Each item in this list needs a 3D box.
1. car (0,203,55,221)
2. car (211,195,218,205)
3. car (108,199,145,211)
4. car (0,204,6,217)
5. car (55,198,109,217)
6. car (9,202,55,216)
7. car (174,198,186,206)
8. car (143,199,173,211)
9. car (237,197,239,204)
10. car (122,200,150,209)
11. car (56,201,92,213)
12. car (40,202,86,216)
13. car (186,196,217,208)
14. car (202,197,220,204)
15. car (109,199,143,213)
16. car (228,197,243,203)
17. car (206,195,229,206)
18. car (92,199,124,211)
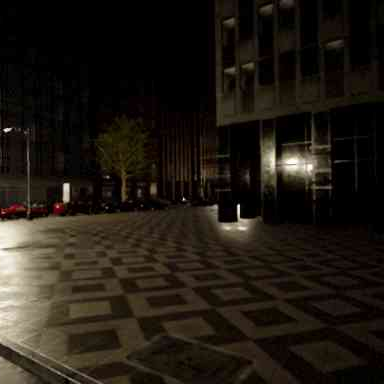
[{"bbox_3d":[-14.553,1.800,28.779,1.802,1.307,4.206,-1,0,35],"label":"car"},{"bbox_3d":[4.673,1.451,56.618,2.192,1.841,5.009,-1,-1,35],"label":"car"},{"bbox_3d":[-9.129,1.772,46.764,2.128,1.511,4.902,-1,-1,35],"label":"car"},{"bbox_3d":[-21.565,1.952,33.626,1.947,1.339,4.313,-1,0,35],"label":"car"},{"bbox_3d":[-11.352,1.515,33.422,2.192,1.841,5.009,-1,-1,35],"label":"car"},{"bbox_3d":[-18.359,1.934,38.267,1.947,1.339,4.313,-1,0,35],"label":"car"},{"bbox_3d":[-2.332,1.870,61.467,1.947,1.339,4.313,-1,-1,35],"label":"car"},{"bbox_3d":[-4.939,1.735,42.697,1.947,1.339,4.313,-1,-1,35],"label":"car"},{"bbox_3d":[7.881,1.694,61.254,1.947,1.339,4.313,-1,-1,35],"label":"car"},{"bbox_3d":[-8.743,1.907,52.186,1.802,1.307,4.206,-1,-1,35],"label":"car"},{"bbox_3d":[-15.154,1.934,42.906,1.802,1.307,4.206,-1,-1,35],"label":"car"},{"bbox_3d":[-14.867,1.909,38.481,1.895,1.301,4.718,-1,-1,35],"label":"car"},{"bbox_3d":[1.470,1.690,51.976,1.887,1.381,4.507,-1,-1,35],"label":"car"},{"bbox_3d":[4.078,1.832,70.746,1.887,1.381,4.507,-1,-1,35],"label":"car"},{"bbox_3d":[-8.144,1.750,38.059,1.947,1.339,4.313,-1,-1,35],"label":"car"},{"bbox_3d":[10.491,1.838,80.026,1.947,1.339,4.313,-1,-1,35],"label":"car"},{"bbox_3d":[4.750,1.533,61.265,2.097,1.767,4.553,-1,-1,35],"label":"car"},{"bbox_3d":[-11.951,1.778,47.547,1.967,1.590,4.097,-1,-1,35],"label":"car"}]
